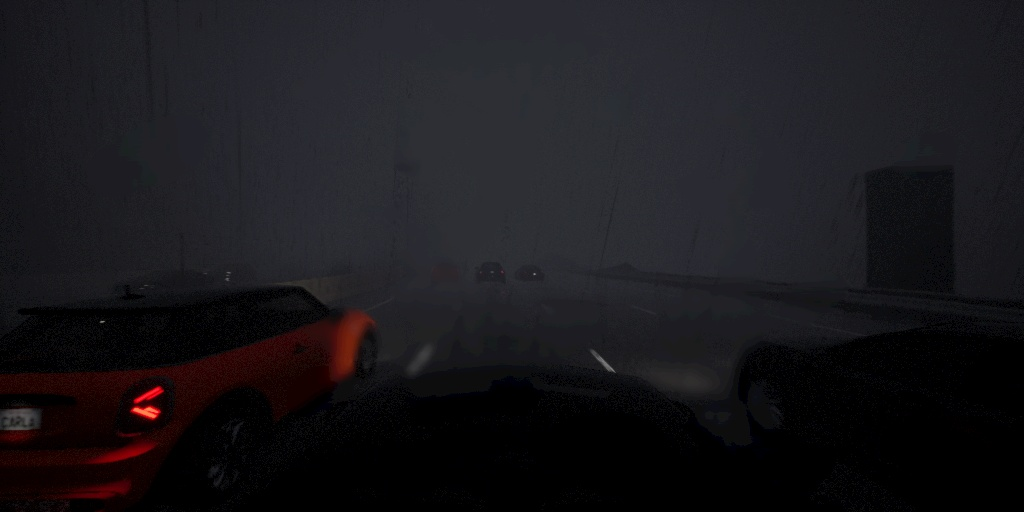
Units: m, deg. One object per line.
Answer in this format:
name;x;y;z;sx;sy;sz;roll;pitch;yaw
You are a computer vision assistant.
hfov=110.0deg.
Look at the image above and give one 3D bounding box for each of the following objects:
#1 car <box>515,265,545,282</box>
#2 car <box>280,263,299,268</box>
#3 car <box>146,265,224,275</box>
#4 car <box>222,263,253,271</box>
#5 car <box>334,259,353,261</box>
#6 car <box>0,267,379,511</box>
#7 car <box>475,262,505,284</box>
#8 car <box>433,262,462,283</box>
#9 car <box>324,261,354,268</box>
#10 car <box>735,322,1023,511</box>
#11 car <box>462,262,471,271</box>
car;1.479;1.445;30.713;1.994;1.385;4.181;0;0;-9
car;-32.635;1.789;52.657;1.812;1.442;4.674;0;0;-17
car;-18.566;1.464;19.461;1.882;1.535;5.008;0;-1;-6
car;-23.540;1.430;30.062;2.097;1.767;4.553;0;0;-10
car;-27.471;1.476;59.275;2.150;2.045;5.566;0;0;-19
car;-3.397;1.143;4.565;2.097;1.767;4.553;-1;0;-1
car;-1.818;1.250;28.870;2.097;1.767;4.553;-1;0;-9
car;-5.621;1.289;30.689;2.097;1.767;4.553;-1;0;-9
car;-17.901;1.598;37.857;1.812;1.442;4.674;0;0;-12
car;3.693;1.229;2.462;1.837;1.490;4.892;1;0;-1
car;-7.738;1.642;55.870;1.994;1.385;4.181;0;0;-17
